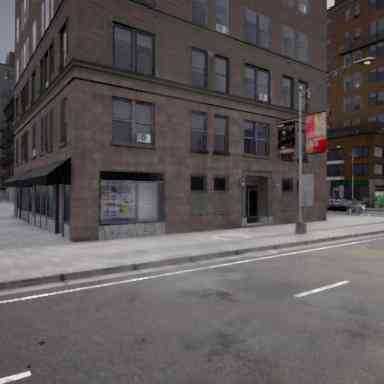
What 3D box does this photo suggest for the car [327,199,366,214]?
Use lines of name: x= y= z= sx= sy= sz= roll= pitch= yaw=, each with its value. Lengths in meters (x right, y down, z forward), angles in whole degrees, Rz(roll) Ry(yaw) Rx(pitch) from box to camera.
car: x=15.641 y=1.485 z=34.974 sx=2.128 sy=1.511 sz=4.902 roll=0 pitch=0 yaw=-35

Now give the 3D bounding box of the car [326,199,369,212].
car: x=18.713 y=1.580 z=40.134 sx=1.947 sy=1.339 sz=4.313 roll=0 pitch=0 yaw=-35
